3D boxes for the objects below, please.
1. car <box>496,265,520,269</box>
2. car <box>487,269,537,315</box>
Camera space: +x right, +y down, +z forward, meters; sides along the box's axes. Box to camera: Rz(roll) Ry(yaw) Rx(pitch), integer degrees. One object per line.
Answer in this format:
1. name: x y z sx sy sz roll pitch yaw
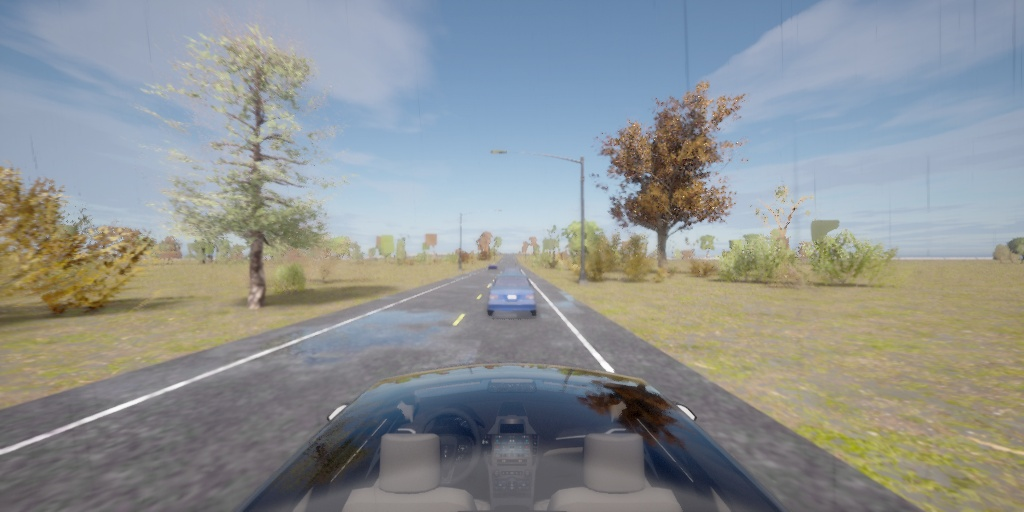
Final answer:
1. car: 0.008 1.585 29.351 2.033 1.411 5.357 0 -1 0
2. car: 0.008 1.430 14.367 2.033 1.411 5.357 0 -1 0
